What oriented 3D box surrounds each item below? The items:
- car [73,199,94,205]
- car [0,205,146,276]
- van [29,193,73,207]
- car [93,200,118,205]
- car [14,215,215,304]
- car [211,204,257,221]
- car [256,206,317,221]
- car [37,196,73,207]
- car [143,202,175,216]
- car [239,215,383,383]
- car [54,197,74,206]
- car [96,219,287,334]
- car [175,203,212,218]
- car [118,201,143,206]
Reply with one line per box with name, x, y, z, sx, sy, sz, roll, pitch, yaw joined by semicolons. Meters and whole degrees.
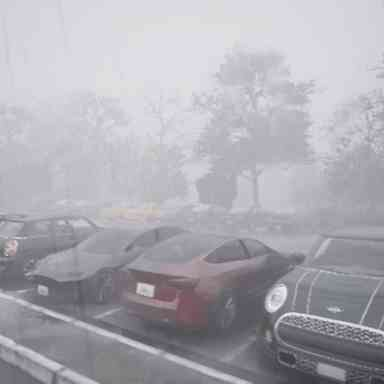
car;-7.549;1.493;29.293;2.163;1.488;4.792;1;1;36
car;-3.927;1.470;10.433;2.185;1.767;4.553;0;0;36
van;-14.410;1.060;34.077;1.878;1.987;4.442;1;2;36
car;-5.197;1.506;27.780;1.946;1.575;5.366;1;1;36
car;-1.669;1.620;8.798;2.163;1.488;4.792;0;0;36
car;3.621;1.588;21.148;2.097;1.535;5.008;0;0;36
car;5.983;1.585;19.434;2.231;1.521;4.892;0;0;36
car;-12.176;1.384;32.616;2.002;1.452;4.674;2;1;36
car;-0.911;1.600;24.406;2.163;1.488;4.792;1;0;36
car;2.878;1.431;5.574;2.185;1.767;4.553;-1;0;36
car;-9.922;1.446;30.981;2.002;1.452;4.674;2;1;36
car;0.622;1.607;7.208;2.163;1.488;4.792;-1;0;36
car;1.363;1.583;22.787;2.097;1.535;5.008;0;0;36
car;-2.934;1.542;26.139;1.946;1.575;5.366;1;1;36
